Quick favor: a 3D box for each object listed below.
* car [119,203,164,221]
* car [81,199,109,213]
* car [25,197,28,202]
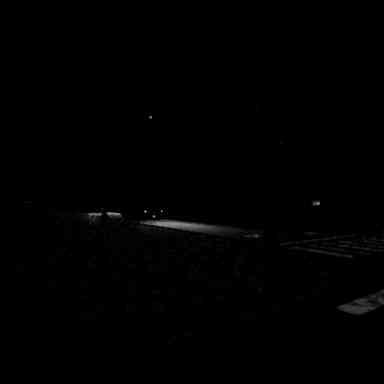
[{"bbox_3d":[-4.175,1.561,27.202,1.895,1.301,4.718,1,0,-36],"label":"car"},{"bbox_3d":[-10.614,1.530,36.198,1.837,1.490,4.892,1,0,-36],"label":"car"},{"bbox_3d":[-38.425,1.550,75.048,1.994,1.385,4.181,1,-1,-36],"label":"car"}]
